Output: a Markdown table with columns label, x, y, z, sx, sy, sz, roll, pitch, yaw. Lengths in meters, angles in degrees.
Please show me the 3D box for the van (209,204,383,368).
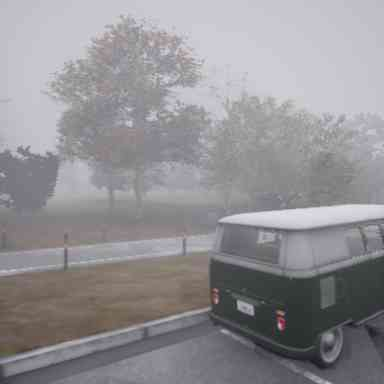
| label | x | y | z | sx | sy | sz | roll | pitch | yaw |
| --- | --- | --- | --- | --- | --- | --- | --- | --- | --- |
| van | 2.456 | 1.258 | 5.778 | 4.442 | 1.987 | 1.878 | -1 | 0 | -37 |
